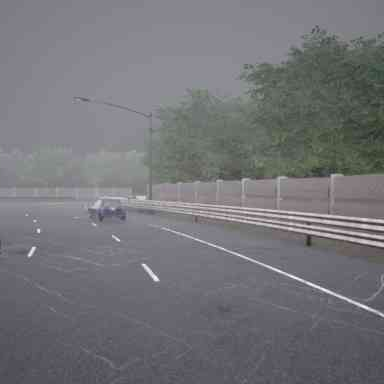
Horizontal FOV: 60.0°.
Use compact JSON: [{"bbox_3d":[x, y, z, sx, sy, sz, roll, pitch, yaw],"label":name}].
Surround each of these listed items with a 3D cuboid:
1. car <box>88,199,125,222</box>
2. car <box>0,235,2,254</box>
[{"bbox_3d":[-7.032,1.352,27.074,2.097,1.767,4.553,0,0,-29],"label":"car"},{"bbox_3d":[-6.651,1.351,8.893,2.097,1.767,4.553,0,0,-19],"label":"car"}]
